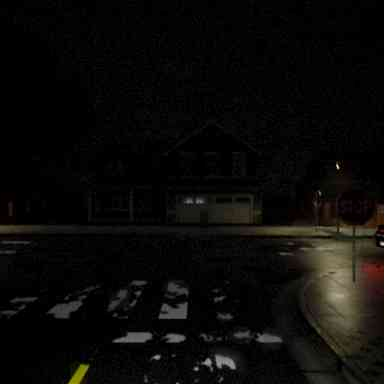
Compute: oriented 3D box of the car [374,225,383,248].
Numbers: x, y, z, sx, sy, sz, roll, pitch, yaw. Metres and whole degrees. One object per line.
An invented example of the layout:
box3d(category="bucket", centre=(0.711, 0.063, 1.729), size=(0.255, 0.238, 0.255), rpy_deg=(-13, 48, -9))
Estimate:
box3d(category="car", centre=(8.975, 1.535, 11.500), size=(4.892, 1.490, 1.837), rpy_deg=(0, -1, -2))
